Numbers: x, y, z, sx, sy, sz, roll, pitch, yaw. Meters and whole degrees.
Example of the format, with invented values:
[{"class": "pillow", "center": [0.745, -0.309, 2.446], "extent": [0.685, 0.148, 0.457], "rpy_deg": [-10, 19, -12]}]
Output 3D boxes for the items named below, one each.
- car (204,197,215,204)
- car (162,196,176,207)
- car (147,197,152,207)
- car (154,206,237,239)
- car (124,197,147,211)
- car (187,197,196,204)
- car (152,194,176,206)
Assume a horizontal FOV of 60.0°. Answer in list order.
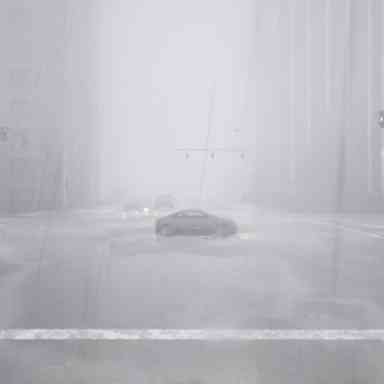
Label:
[{"class": "car", "center": [3.417, 1.634, 64.963], "extent": [1.895, 1.301, 4.718], "rpy_deg": [0, 0, 0]}, {"class": "car", "center": [-3.649, 1.506, 54.300], "extent": [1.882, 1.535, 5.008], "rpy_deg": [0, 0, 0]}, {"class": "car", "center": [-7.152, 1.518, 50.696], "extent": [2.128, 1.511, 4.902], "rpy_deg": [0, 0, 0]}, {"class": "car", "center": [0.178, 1.573, 16.895], "extent": [4.181, 1.385, 1.994], "rpy_deg": [0, 0, -1]}, {"class": "car", "center": [-7.151, 1.499, 41.209], "extent": [1.882, 1.535, 5.008], "rpy_deg": [0, 0, 0]}, {"class": "car", "center": [-0.083, 1.635, 65.499], "extent": [1.895, 1.301, 4.718], "rpy_deg": [0, 0, 0]}, {"class": "car", "center": [-3.655, 1.244, 44.305], "extent": [2.150, 2.045, 5.566], "rpy_deg": [0, 0, 0]}]
